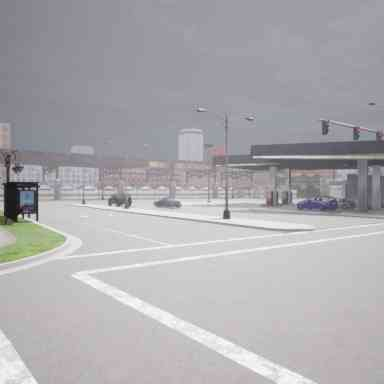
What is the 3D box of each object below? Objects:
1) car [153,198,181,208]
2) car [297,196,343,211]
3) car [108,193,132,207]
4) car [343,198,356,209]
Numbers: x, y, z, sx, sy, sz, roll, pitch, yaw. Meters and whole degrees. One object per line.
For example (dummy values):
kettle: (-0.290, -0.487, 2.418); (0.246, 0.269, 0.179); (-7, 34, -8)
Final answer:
car: (-3.579, 1.547, 47.225); (2.033, 1.411, 5.357); (0, 0, -35)
car: (14.343, 1.295, 38.345); (2.242, 1.667, 4.611); (0, 0, -35)
car: (-11.347, 1.222, 52.236); (2.150, 2.045, 5.566); (0, 0, -35)
car: (18.617, 1.456, 42.259); (1.970, 1.475, 3.806); (0, 0, -35)
